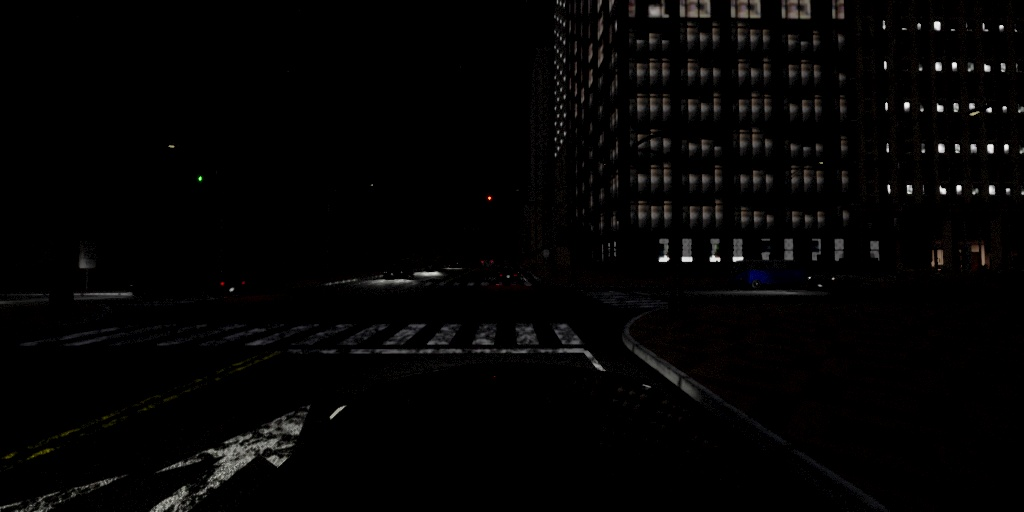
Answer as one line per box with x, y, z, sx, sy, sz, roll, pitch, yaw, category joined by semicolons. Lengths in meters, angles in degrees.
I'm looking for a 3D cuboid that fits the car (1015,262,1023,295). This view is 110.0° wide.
21.553;0.960;14.230;4.097;1.591;1.967;0;0;-2;car

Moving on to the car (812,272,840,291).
18.979;1.289;19.592;4.718;1.301;1.895;0;-2;-2;car

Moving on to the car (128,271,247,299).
-16.544;1.465;18.376;4.718;1.301;1.895;-1;-2;2;car

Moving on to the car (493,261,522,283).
-0.312;1.324;28.422;1.812;1.442;4.674;0;0;-1;car

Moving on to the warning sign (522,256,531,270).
2.084;0.994;50.818;1.300;1.860;1.060;0;0;-1;warning sign

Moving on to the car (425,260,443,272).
-10.580;1.363;48.875;2.128;1.511;4.902;0;0;-1;car

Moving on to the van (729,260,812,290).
15.633;1.120;22.089;3.998;1.789;1.690;0;0;-2;van

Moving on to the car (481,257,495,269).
-4.199;1.165;62.258;2.150;2.045;5.566;0;0;-1;car

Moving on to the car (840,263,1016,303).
16.141;1.074;14.077;4.829;1.417;1.751;0;0;-2;car

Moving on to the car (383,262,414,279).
-10.345;1.313;32.996;1.837;1.490;4.892;0;0;-2;car
